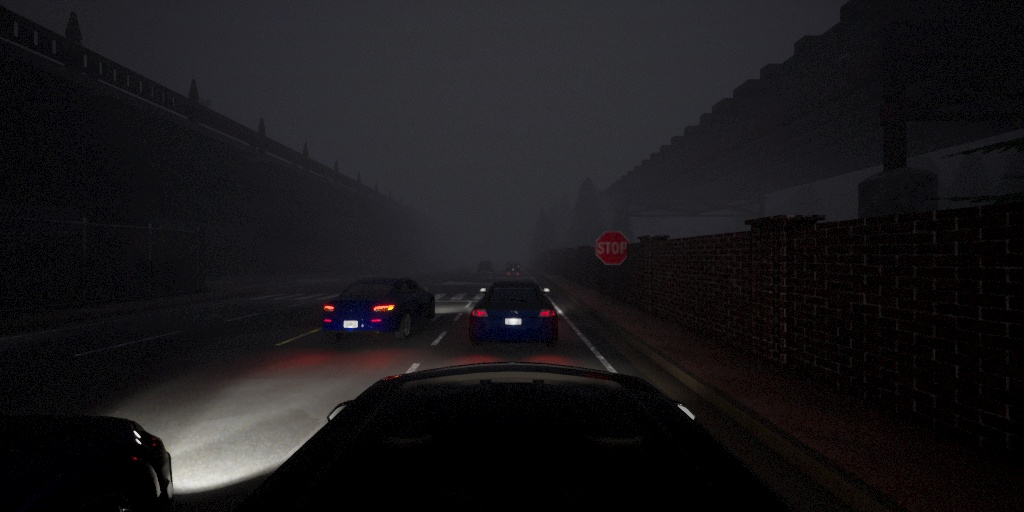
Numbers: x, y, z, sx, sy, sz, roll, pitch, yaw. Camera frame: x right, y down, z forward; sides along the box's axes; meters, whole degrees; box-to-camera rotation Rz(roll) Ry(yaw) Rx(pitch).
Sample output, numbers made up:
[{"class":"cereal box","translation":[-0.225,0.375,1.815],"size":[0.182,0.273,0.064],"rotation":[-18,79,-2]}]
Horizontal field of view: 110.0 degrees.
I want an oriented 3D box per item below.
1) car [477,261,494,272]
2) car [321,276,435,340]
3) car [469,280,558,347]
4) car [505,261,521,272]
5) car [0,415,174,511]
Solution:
[{"class":"car","translation":[-3.393,1.297,45.998],"size":[2.033,1.411,5.357],"rotation":[0,0,-1]},{"class":"car","translation":[-3.412,1.276,9.880],"size":[1.812,1.442,4.674],"rotation":[0,0,0]},{"class":"car","translation":[0.069,1.314,9.357],"size":[1.994,1.385,4.181],"rotation":[0,0,1]},{"class":"car","translation":[0.102,1.351,46.168],"size":[1.895,1.301,4.718],"rotation":[0,0,-1]},{"class":"car","translation":[-3.399,1.314,0.784],"size":[1.994,1.385,4.181],"rotation":[0,0,0]}]
